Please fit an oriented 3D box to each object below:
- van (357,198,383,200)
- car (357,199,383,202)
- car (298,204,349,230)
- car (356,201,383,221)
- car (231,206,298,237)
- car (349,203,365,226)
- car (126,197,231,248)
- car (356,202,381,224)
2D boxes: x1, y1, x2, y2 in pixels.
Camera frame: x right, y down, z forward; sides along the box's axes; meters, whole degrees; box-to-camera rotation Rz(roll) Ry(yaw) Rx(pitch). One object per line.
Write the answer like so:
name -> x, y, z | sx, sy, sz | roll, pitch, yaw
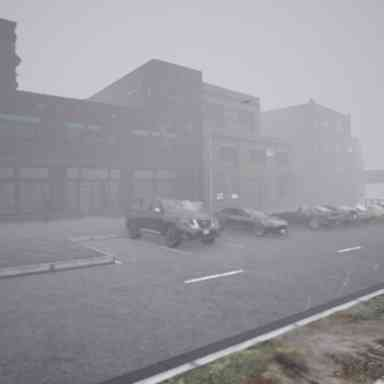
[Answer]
van -> 17.589, 1.539, 31.672 | 1.878, 1.987, 4.442 | 1, -1, -43
car -> 15.791, 1.739, 29.589 | 1.946, 1.575, 5.366 | 1, -1, -42
car -> 7.482, 1.637, 22.496 | 2.231, 1.521, 4.892 | 1, -1, -40
car -> 13.646, 1.759, 27.891 | 2.002, 1.452, 4.674 | 1, -1, -42
car -> 3.193, 1.600, 18.913 | 2.163, 1.488, 4.792 | 1, -1, -38
car -> 9.535, 1.695, 24.299 | 2.163, 1.488, 4.792 | 1, -1, -40
car -> -1.093, 1.272, 15.524 | 2.435, 2.045, 5.566 | 0, -1, -37
car -> 11.628, 1.722, 26.050 | 2.163, 1.488, 4.792 | 1, -1, -41
